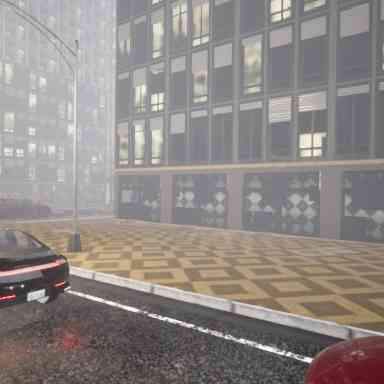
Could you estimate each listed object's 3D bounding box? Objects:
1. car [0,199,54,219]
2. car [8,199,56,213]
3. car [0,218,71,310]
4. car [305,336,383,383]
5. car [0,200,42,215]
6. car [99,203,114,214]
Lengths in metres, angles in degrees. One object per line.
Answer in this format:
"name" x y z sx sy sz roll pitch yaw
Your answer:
"car" -15.532 1.518 30.448 2.192 1.841 5.009 1 0 36
"car" -19.046 1.641 39.817 1.752 1.417 4.829 1 0 36
"car" -4.550 1.488 6.902 4.902 1.511 2.128 0 0 35
"car" 2.937 1.526 1.602 4.674 1.442 1.812 0 0 35
"car" -18.884 1.634 35.651 1.837 1.490 4.892 1 0 36
"car" -8.751 1.828 39.672 1.752 1.417 4.829 1 0 36
